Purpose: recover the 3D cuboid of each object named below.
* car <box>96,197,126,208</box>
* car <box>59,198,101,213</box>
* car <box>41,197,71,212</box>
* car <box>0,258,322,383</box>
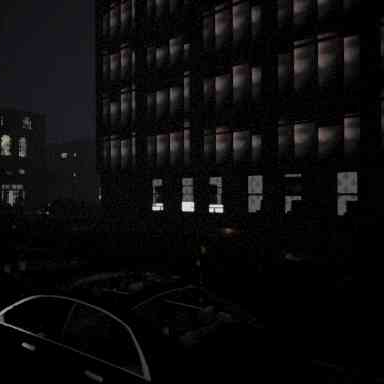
[{"bbox_3d":[-12.395,1.633,51.182,1.967,1.590,4.097,-1,-1,36],"label":"car"},{"bbox_3d":[-12.177,1.676,37.276,1.802,1.307,4.206,-1,-1,36],"label":"car"},{"bbox_3d":[-16.374,1.480,41.397,2.097,1.767,4.553,0,-1,37],"label":"car"},{"bbox_3d":[-0.961,1.550,3.562,4.403,1.369,2.008,0,0,35],"label":"car"}]
